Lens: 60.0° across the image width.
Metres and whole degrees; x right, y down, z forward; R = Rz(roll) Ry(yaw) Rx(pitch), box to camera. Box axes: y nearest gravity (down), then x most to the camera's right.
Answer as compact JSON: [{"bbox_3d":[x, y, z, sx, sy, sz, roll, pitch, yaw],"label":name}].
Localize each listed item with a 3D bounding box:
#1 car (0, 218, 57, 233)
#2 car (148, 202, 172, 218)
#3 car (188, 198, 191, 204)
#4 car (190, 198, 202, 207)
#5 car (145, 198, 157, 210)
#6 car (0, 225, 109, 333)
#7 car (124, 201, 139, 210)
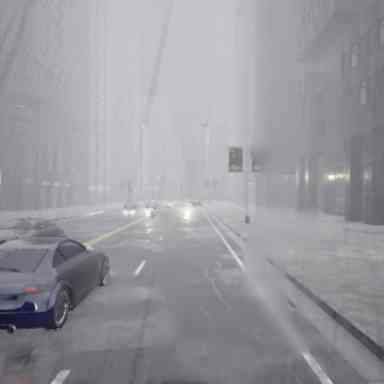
[{"bbox_3d":[-6.600,1.726,13.155,1.994,1.385,4.181,0,-1,0],"label":"car"},{"bbox_3d":[-3.151,2.031,34.982,1.895,1.301,4.718,0,-1,0],"label":"car"},{"bbox_3d":[-0.009,2.694,91.185,1.994,1.385,4.181,0,-1,0],"label":"car"},{"bbox_3d":[1.132,2.369,71.780,1.882,1.535,5.008,0,-1,0],"label":"car"},{"bbox_3d":[-6.554,2.166,54.871,2.128,1.511,4.902,0,-1,0],"label":"car"},{"bbox_3d":[-3.152,1.653,7.085,1.994,1.385,4.181,0,-1,0],"label":"car"},{"bbox_3d":[-9.805,2.155,54.037,2.128,1.511,4.902,0,-1,0],"label":"car"}]
